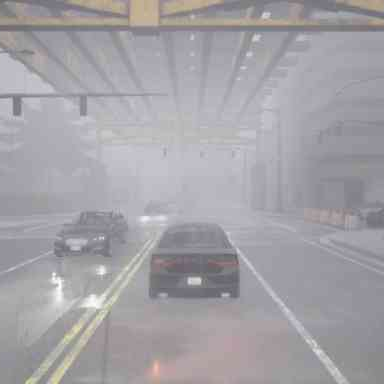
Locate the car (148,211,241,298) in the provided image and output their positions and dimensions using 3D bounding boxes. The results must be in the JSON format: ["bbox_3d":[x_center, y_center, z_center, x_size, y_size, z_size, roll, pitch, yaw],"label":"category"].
[{"bbox_3d":[0.052,1.473,8.544,1.882,1.535,5.008,0,0,0],"label":"car"}]

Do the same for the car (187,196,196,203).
[{"bbox_3d":[-0.063,1.456,66.351,2.128,1.511,4.902,0,0,0],"label":"car"}]

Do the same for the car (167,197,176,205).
[{"bbox_3d":[-3.682,1.517,57.796,2.033,1.411,5.357,0,0,0],"label":"car"}]

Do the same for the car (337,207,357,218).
[{"bbox_3d":[13.575,1.282,24.989,4.536,1.218,1.853,0,0,25],"label":"car"}]

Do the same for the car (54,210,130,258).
[{"bbox_3d":[-3.630,1.484,12.819,2.128,1.511,4.902,0,0,0],"label":"car"}]

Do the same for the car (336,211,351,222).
[{"bbox_3d":[13.528,1.439,25.011,4.974,1.542,2.038,0,0,25],"label":"car"}]

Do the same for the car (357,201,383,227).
[{"bbox_3d":[13.212,1.442,20.851,4.974,1.542,2.038,0,0,-20],"label":"car"}]

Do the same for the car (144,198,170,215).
[{"bbox_3d":[-3.710,1.582,34.379,1.895,1.301,4.718,0,0,1],"label":"car"}]

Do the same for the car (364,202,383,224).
[{"bbox_3d":[13.260,1.284,20.869,4.536,1.218,1.853,0,0,-20],"label":"car"}]
